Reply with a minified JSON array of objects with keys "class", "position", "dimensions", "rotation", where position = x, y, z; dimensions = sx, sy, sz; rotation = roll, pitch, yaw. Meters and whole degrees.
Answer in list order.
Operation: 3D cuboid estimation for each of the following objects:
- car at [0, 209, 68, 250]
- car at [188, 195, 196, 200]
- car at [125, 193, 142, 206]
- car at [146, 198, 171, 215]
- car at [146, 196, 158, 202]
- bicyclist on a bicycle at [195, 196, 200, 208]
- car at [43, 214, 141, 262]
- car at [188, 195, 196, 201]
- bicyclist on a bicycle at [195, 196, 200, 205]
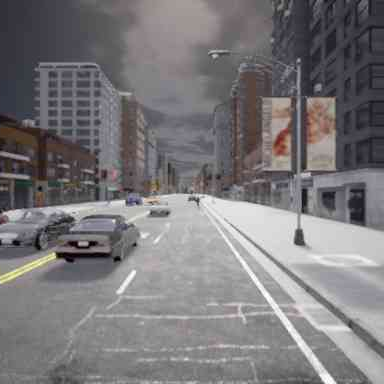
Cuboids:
[{"class":"car","position":[-6.596,1.491,14.298],"dimensions":[2.128,1.511,4.902],"rotation":[0,0,0]},{"class":"car","position":[0.001,1.524,90.946],"dimensions":[2.033,1.411,5.357],"rotation":[0,0,0]},{"class":"car","position":[-9.777,1.217,56.298],"dimensions":[2.150,2.045,5.566],"rotation":[0,0,1]},{"class":"car","position":[-3.148,1.599,33.866],"dimensions":[1.895,1.301,4.718],"rotation":[0,0,0]},{"class":"car","position":[-6.529,1.476,56.428],"dimensions":[1.882,1.535,5.008],"rotation":[0,0,1]},{"class":"bicyclist on a bicycle","position":[0.896,1.451,45.976],"dimensions":[0.582,1.620,1.656],"rotation":[0,0,0]},{"class":"car","position":[-3.151,1.547,12.133],"dimensions":[2.033,1.411,5.357],"rotation":[0,0,0]},{"class":"car","position":[0.001,1.524,79.687],"dimensions":[1.812,1.442,4.674],"rotation":[0,0,0]},{"class":"bicyclist on a bicycle","position":[0.893,1.435,55.959],"dimensions":[0.866,1.612,1.509],"rotation":[0,-1,0]}]
